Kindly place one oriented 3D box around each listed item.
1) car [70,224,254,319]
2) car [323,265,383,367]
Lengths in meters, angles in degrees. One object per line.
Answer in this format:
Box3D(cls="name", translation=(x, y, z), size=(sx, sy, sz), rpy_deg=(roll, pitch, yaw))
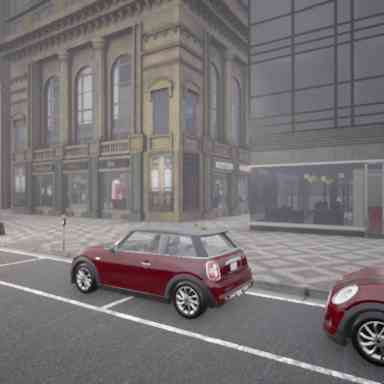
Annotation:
Box3D(cls="car", translation=(-0.833, 1.442, 7.389), size=(4.097, 1.590, 1.967), rpy_deg=(0, 0, 33))
Box3D(cls="car", translation=(3.916, 1.440, 4.349), size=(4.097, 1.590, 1.967), rpy_deg=(0, 0, 33))
